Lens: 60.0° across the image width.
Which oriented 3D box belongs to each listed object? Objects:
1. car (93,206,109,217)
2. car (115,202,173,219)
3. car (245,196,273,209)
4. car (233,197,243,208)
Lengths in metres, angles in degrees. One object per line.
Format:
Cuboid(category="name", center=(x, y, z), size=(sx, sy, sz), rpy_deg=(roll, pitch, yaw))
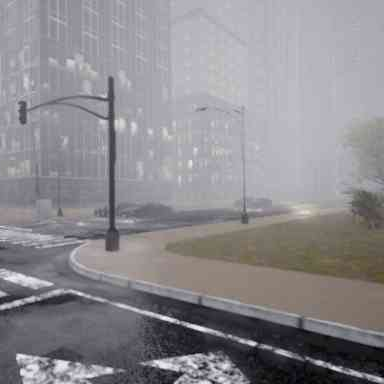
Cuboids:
Cuboid(category="car", center=(-6.554, 1.607, 31.104), size=(2.033, 1.411, 5.357), rpy_deg=(-1, -1, 37))
Cuboid(category="car", center=(-3.931, 1.565, 29.186), size=(2.033, 1.411, 5.357), rpy_deg=(-1, -1, 37))
Cuboid(category="car", center=(9.895, 1.522, 47.449), size=(1.882, 1.535, 5.008), rpy_deg=(-1, -1, 38))
Cuboid(category="car", center=(8.150, 1.439, 50.515), size=(2.097, 1.767, 4.553), rpy_deg=(-1, -1, 38))
